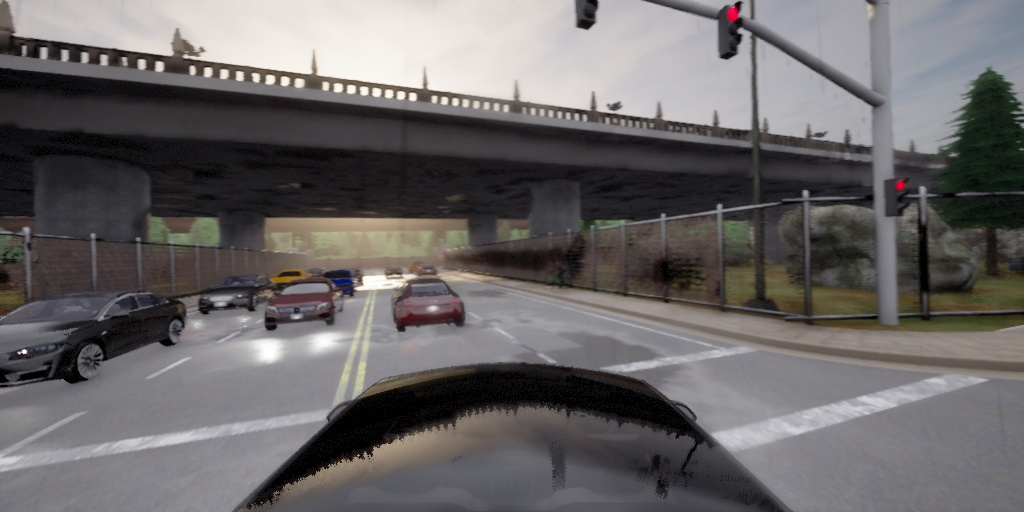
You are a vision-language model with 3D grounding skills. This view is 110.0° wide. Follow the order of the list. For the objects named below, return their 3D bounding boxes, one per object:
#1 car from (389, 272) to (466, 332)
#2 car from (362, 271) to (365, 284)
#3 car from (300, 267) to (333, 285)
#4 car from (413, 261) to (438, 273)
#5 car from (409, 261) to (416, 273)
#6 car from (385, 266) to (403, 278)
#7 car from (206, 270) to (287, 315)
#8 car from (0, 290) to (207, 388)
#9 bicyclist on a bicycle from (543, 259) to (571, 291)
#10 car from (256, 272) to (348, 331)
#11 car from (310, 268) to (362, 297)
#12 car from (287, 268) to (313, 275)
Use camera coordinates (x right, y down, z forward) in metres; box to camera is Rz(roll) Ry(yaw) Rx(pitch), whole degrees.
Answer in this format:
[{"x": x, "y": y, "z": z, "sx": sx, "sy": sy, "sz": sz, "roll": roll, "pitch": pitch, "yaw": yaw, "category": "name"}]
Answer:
[{"x": -2.820, "y": 1.417, "z": 11.634, "sx": 1.994, "sy": 1.385, "sz": 4.181, "roll": -2, "pitch": 0, "yaw": -20, "category": "car"}, {"x": -13.579, "y": 1.715, "z": 30.413, "sx": 1.994, "sy": 1.385, "sz": 4.181, "roll": -2, "pitch": 0, "yaw": -20, "category": "car"}, {"x": -18.942, "y": 1.854, "z": 34.955, "sx": 2.033, "sy": 1.411, "sz": 5.357, "roll": -2, "pitch": 0, "yaw": -20, "category": "car"}, {"x": -9.514, "y": 1.580, "z": 40.033, "sx": 1.994, "sy": 1.385, "sz": 4.181, "roll": -2, "pitch": 0, "yaw": -19, "category": "car"}, {"x": -13.213, "y": 1.465, "z": 50.013, "sx": 2.097, "sy": 1.767, "sz": 4.553, "roll": -2, "pitch": 0, "yaw": -20, "category": "car"}, {"x": -13.532, "y": 1.737, "z": 41.000, "sx": 1.895, "sy": 1.301, "sz": 4.718, "roll": -2, "pitch": 0, "yaw": -20, "category": "car"}, {"x": -12.100, "y": 1.618, "z": 16.145, "sx": 2.128, "sy": 1.511, "sz": 4.902, "roll": -2, "pitch": 0, "yaw": -20, "category": "car"}, {"x": -8.952, "y": 1.535, "z": 7.545, "sx": 2.128, "sy": 1.511, "sz": 4.902, "roll": -2, "pitch": 0, "yaw": -20, "category": "car"}, {"x": 2.342, "y": 0.988, "z": 18.789, "sx": 1.656, "sy": 1.620, "sz": 0.582, "roll": -2, "pitch": 0, "yaw": -20, "category": "bicyclist on a bicycle"}, {"x": -7.020, "y": 1.504, "z": 12.508, "sx": 1.812, "sy": 1.442, "sz": 4.674, "roll": -2, "pitch": 0, "yaw": -20, "category": "car"}, {"x": -10.182, "y": 1.539, "z": 21.081, "sx": 1.882, "sy": 1.535, "sz": 5.008, "roll": -2, "pitch": 0, "yaw": -20, "category": "car"}, {"x": -15.399, "y": 1.691, "z": 25.173, "sx": 1.882, "sy": 1.535, "sz": 5.008, "roll": -2, "pitch": 0, "yaw": -20, "category": "car"}]
